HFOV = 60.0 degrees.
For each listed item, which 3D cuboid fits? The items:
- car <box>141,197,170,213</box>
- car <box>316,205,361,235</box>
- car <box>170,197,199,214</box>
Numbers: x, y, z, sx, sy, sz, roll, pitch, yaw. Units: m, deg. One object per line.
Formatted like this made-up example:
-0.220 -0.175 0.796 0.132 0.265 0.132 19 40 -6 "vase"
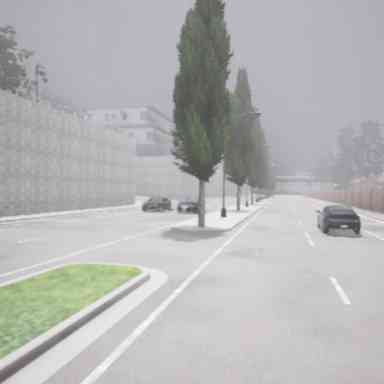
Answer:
-3.427 1.236 33.360 1.837 1.490 4.892 1 0 16 "car"
8.488 1.525 19.487 1.837 1.490 4.892 1 0 15 "car"
-0.048 1.285 32.447 2.128 1.511 4.902 1 0 16 "car"
